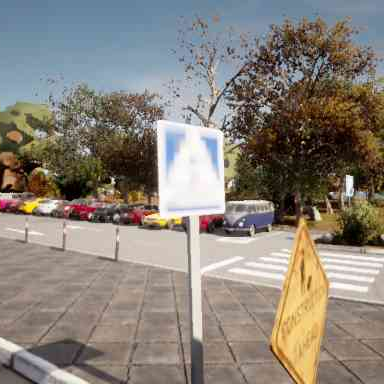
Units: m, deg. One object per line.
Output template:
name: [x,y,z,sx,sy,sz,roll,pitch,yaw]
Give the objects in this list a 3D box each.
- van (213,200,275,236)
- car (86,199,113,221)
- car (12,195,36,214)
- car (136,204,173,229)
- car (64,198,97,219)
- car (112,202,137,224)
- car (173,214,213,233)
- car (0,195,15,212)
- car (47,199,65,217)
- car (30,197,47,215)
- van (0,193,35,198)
van: [3.425,1.505,20.167,1.878,1.987,4.442,1,1,35]
car: [-5.558,1.558,26.692,2.231,1.521,4.892,1,1,35]
car: [-14.603,1.386,33.127,2.097,1.535,5.008,1,1,35]
car: [-1.141,1.640,23.330,1.946,1.575,5.366,1,1,35]
car: [-7.812,1.513,28.310,2.097,1.535,5.008,1,1,35]
car: [-3.277,1.629,25.113,2.163,1.488,4.792,1,1,35]
car: [1.247,1.716,21.896,2.163,1.488,4.792,1,1,35]
car: [-16.866,1.385,34.738,2.002,1.452,4.674,1,1,35]
car: [-10.057,1.345,29.938,2.185,1.767,4.553,1,1,35]
car: [-12.340,1.469,31.521,2.002,1.452,4.674,1,1,35]
van: [-19.054,1.077,36.441,1.878,1.987,4.442,1,1,35]
